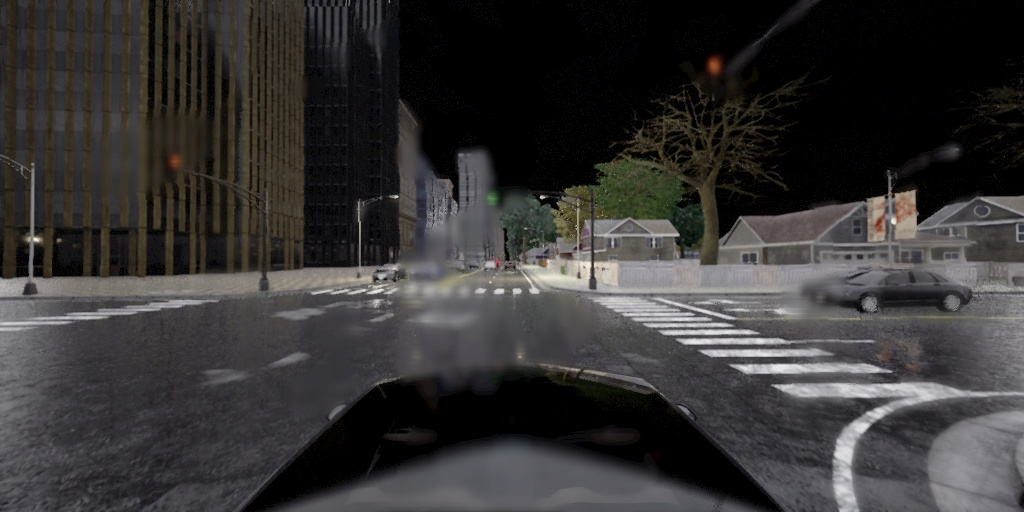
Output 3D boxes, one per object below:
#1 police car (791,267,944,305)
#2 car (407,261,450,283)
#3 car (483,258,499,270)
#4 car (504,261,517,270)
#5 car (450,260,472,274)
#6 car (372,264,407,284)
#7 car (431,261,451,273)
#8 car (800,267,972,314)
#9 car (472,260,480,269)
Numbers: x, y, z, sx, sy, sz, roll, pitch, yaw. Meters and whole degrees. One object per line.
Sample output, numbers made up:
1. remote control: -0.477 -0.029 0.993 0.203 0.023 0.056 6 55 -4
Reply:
1. police car: 16.054 1.317 16.423 4.974 1.542 2.038 0 -1 0
2. car: -6.730 1.270 29.525 2.097 1.767 4.553 0 0 0
3. car: -3.533 1.550 59.236 1.812 1.442 4.674 0 0 0
4. car: -0.282 1.512 58.835 1.837 1.490 4.892 0 0 0
5. car: -6.792 1.334 45.752 2.097 1.767 4.553 0 0 0
6. car: -9.982 1.425 29.787 2.128 1.511 4.902 0 0 0
7. car: -10.030 1.525 50.968 1.837 1.490 4.892 0 -1 0
8. car: 13.824 1.280 13.273 4.892 1.490 1.837 0 -1 0
9. car: -6.806 1.476 63.837 2.097 1.767 4.553 0 0 0
